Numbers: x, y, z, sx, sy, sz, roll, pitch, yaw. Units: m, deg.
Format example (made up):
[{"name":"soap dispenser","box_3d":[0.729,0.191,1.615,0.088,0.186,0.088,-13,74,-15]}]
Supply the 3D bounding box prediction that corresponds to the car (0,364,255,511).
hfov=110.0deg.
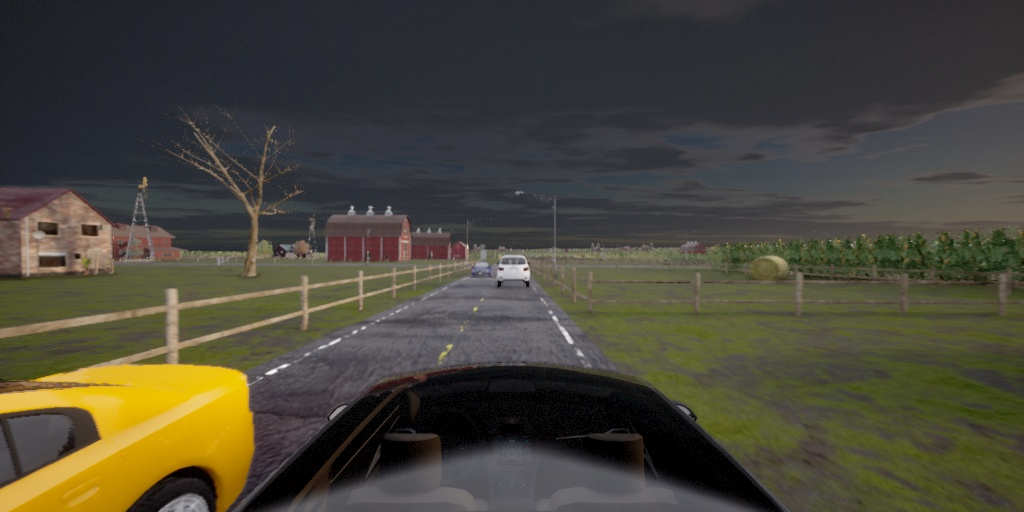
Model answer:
[{"name":"car","box_3d":[-2.848,1.227,0.564,1.882,1.535,5.008,0,0,0]}]

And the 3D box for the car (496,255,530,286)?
[{"name":"car","box_3d":[0.091,0.980,25.115,2.150,2.045,5.566,0,0,0]}]

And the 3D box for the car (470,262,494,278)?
[{"name":"car","box_3d":[-2.848,1.287,34.355,1.812,1.442,4.674,0,0,0]}]
